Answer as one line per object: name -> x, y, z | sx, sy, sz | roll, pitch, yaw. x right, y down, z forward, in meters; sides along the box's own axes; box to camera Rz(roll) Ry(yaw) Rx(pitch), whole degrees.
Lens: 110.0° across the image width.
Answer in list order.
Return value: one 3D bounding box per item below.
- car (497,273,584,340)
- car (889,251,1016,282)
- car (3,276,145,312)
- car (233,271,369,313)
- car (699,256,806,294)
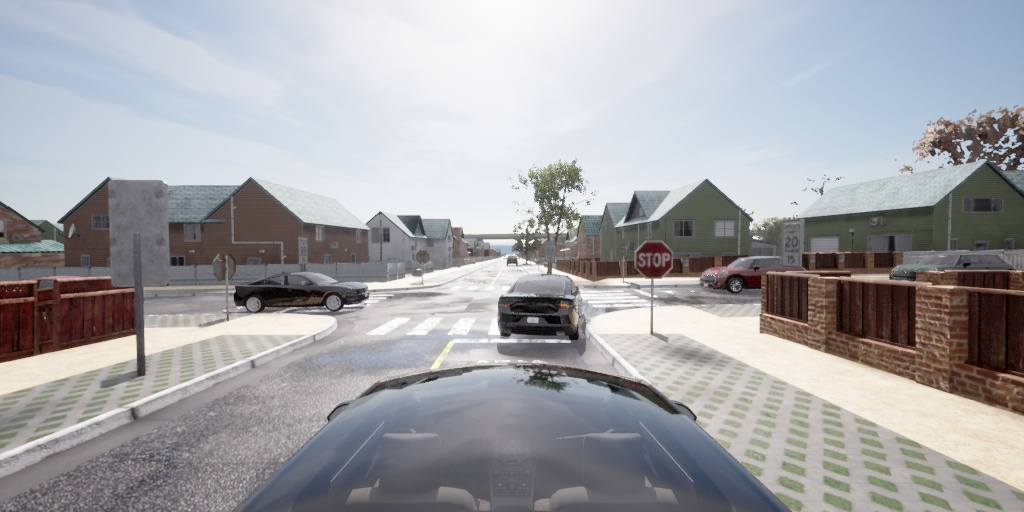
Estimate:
car -> 0.961, 1.224, 10.107 | 1.882, 1.535, 5.008 | 0, 0, 12
car -> 21.709, 0.645, 17.779 | 4.553, 1.767, 2.097 | -1, 2, 0
car -> -18.015, 1.546, 14.580 | 5.008, 1.535, 1.882 | -1, 2, 0
car -> -8.463, 1.376, 14.638 | 5.008, 1.535, 1.882 | -1, 2, 0
car -> 11.814, 0.819, 17.712 | 4.553, 1.767, 2.097 | -1, 2, 0
